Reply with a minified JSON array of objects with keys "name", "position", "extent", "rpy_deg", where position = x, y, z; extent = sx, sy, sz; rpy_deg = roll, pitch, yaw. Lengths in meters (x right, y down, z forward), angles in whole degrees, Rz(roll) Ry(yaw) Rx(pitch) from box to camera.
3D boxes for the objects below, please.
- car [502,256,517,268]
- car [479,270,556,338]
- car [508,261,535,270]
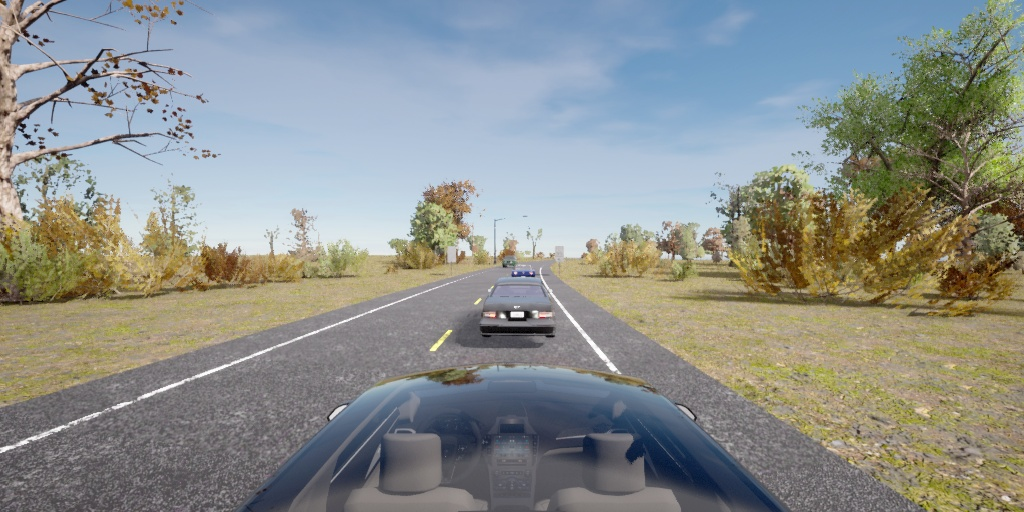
[{"name":"car","position":[-0.348,0.970,60.458],"extent":[2.150,2.045,5.566],"rpy_deg":[0,0,6]},{"name":"car","position":[0.210,1.299,10.181],"extent":[2.033,1.411,5.357],"rpy_deg":[0,0,2]},{"name":"car","position":[0.947,1.353,29.774],"extent":[1.895,1.301,4.718],"rpy_deg":[0,0,2]}]
